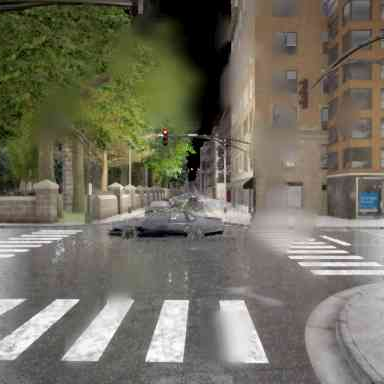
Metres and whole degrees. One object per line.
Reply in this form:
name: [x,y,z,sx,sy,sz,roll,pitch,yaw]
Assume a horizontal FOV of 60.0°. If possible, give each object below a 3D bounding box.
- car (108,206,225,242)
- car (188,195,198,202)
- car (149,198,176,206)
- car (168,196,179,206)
car: [-1.150,1.545,15.826,5.357,1.411,2.033,0,0,1]
car: [0.210,1.424,70.816,1.812,1.442,4.674,0,0,0]
car: [-2.998,1.526,30.708,2.033,1.411,5.357,0,0,4]
car: [-2.997,1.465,40.780,1.837,1.490,4.892,0,0,0]
